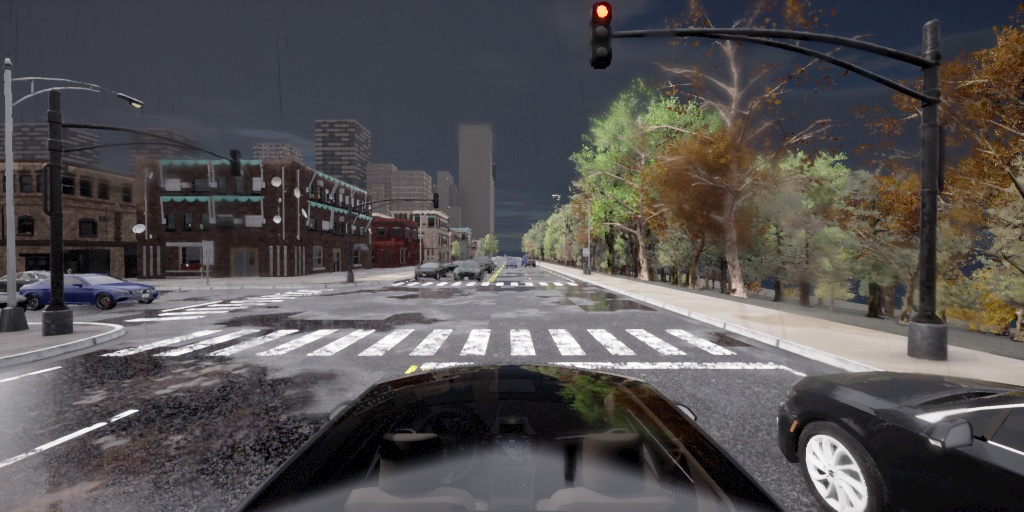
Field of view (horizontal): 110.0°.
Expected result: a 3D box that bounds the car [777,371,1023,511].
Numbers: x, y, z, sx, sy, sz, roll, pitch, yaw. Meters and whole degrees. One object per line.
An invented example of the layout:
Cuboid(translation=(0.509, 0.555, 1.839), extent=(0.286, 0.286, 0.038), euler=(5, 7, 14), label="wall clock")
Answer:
Cuboid(translation=(3.366, 1.255, 1.255), extent=(1.837, 1.490, 4.892), euler=(0, 0, -2), label="car")

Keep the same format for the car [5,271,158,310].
Cuboid(translation=(-18.095, 1.476, 15.371), extent=(4.674, 1.442, 1.812), euler=(-1, 1, -1), label="car")

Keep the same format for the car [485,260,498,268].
Cuboid(translation=(-3.449, 1.329, 61.058), extent=(1.895, 1.301, 4.718), euler=(0, 0, 1), label="car")

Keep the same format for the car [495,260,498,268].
Cuboid(translation=(-3.458, 1.297, 50.777), extent=(1.994, 1.385, 4.181), euler=(0, 0, 0), label="car")

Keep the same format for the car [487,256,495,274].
Cuboid(translation=(-3.434, 0.960, 40.754), extent=(2.150, 2.045, 5.566), euler=(0, 0, 0), label="car")

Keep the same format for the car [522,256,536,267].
Cuboid(translation=(3.203, 1.231, 63.655), extent=(1.837, 1.490, 4.892), euler=(0, 0, 0), label="car")

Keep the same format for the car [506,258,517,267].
Cuboid(translation=(-0.048, 1.275, 63.025), extent=(2.033, 1.411, 5.357), euler=(0, 0, 0), label="car")

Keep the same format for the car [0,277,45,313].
Cuboid(translation=(-19.973, 1.565, 12.631), extent=(4.313, 1.339, 1.948), euler=(0, 0, 0), label="car")

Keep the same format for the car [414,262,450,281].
Cuboid(translation=(-6.757, 1.219, 30.435), extent=(1.882, 1.535, 5.008), euler=(0, 0, 2), label="car")

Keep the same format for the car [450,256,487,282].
Cuboid(translation=(-3.409, 1.093, 28.942), extent=(2.097, 1.767, 4.553), euler=(0, 0, 0), label="car")

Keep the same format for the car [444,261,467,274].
Cuboid(translation=(-6.684, 1.337, 42.923), extent=(1.895, 1.301, 4.718), euler=(0, 0, 0), label="car")
